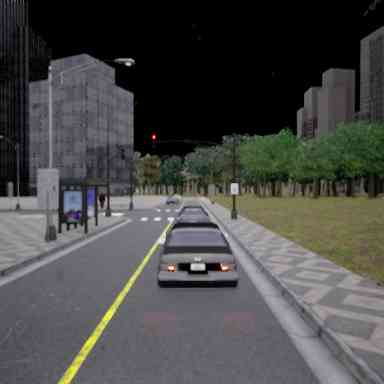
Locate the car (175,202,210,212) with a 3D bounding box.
[{"bbox_3d":[0.072,1.511,19.380,1.994,1.385,4.181,0,0,0],"label":"car"}]

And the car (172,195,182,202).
[{"bbox_3d":[-3.070,1.287,68.759,1.812,1.442,4.674,0,1,0],"label":"car"}]

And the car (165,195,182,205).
[{"bbox_3d":[-3.114,1.387,53.328,1.994,1.385,4.181,0,0,0],"label":"car"}]

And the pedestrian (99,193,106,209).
[{"bbox_3d":[-10.105,0.968,37.447,0.375,1.860,0.375,0,0,1],"label":"pedestrian"}]

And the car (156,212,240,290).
[{"bbox_3d":[0.095,1.524,9.102,2.033,1.411,5.357,0,0,-1],"label":"car"}]
